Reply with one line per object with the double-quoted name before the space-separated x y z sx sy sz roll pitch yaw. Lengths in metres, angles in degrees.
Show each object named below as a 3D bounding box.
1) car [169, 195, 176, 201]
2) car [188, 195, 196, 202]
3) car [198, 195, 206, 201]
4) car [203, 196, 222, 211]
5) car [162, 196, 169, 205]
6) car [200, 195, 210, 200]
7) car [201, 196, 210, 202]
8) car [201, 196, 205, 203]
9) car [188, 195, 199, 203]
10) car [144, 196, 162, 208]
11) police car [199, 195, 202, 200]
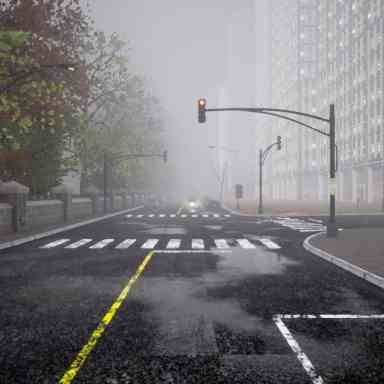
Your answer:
"car" -5.692 1.626 86.565 1.887 1.381 4.507 0 0 0
"car" -0.004 1.570 80.044 1.837 1.490 4.892 0 0 0
"car" 2.688 1.642 92.197 2.008 1.369 4.403 0 0 0
"car" 2.689 1.587 41.506 1.947 1.339 4.313 0 0 0
"car" -5.691 1.478 58.404 1.967 1.590 4.097 0 0 0
"car" 2.689 1.597 52.771 1.947 1.339 4.313 0 0 0
"car" 3.146 1.590 76.818 1.812 1.442 4.674 0 0 0
"car" 2.689 1.592 47.139 1.947 1.339 4.313 0 0 0
"car" 0.042 1.566 71.027 2.128 1.511 4.902 0 0 0
"car" -5.691 1.608 47.138 1.802 1.307 4.206 0 0 0
"police car" 3.132 1.478 69.928 1.930 1.638 5.238 0 0 0
